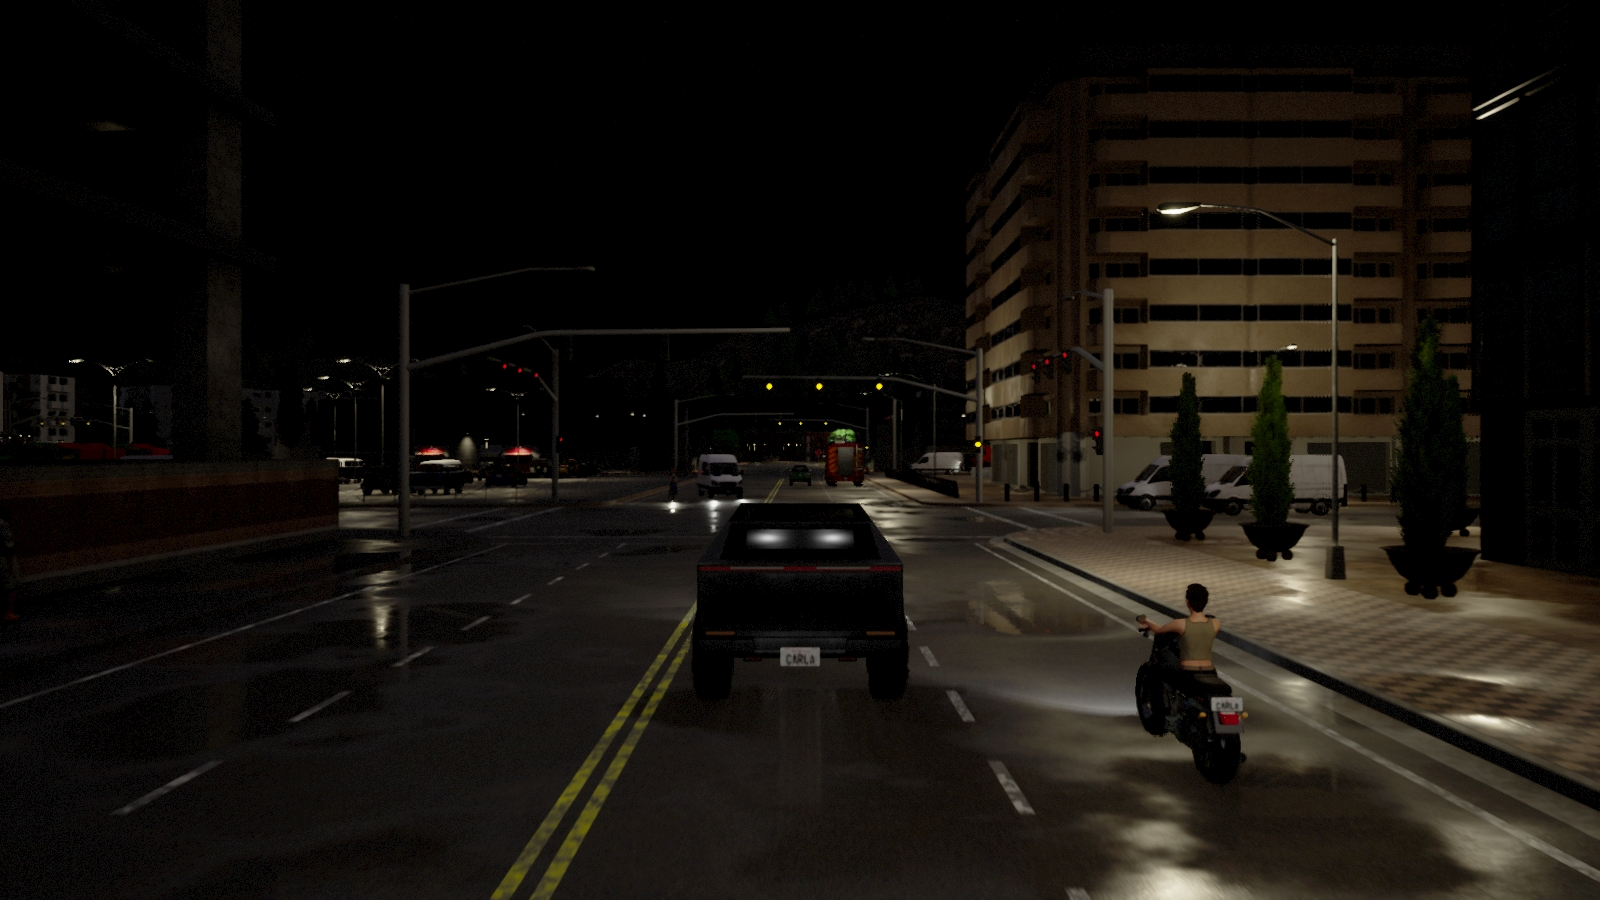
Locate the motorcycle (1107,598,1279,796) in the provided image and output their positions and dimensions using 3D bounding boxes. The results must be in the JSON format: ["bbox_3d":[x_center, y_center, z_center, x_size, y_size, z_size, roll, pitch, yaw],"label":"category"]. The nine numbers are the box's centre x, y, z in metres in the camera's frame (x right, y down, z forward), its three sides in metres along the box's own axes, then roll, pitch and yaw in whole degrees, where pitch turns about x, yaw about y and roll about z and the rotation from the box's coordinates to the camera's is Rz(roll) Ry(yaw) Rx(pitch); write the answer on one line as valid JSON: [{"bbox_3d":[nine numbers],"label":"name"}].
[{"bbox_3d":[3.504,2.155,10.445,0.764,1.307,2.356,0,0,0],"label":"motorcycle"}]

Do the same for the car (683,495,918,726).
[{"bbox_3d":[0.003,1.754,14.744,2.390,2.098,6.274,0,0,0],"label":"car"}]

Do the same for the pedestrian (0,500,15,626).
[{"bbox_3d":[-12.125,1.697,17.174,0.375,1.860,0.375,0,0,3],"label":"pedestrian"}]
